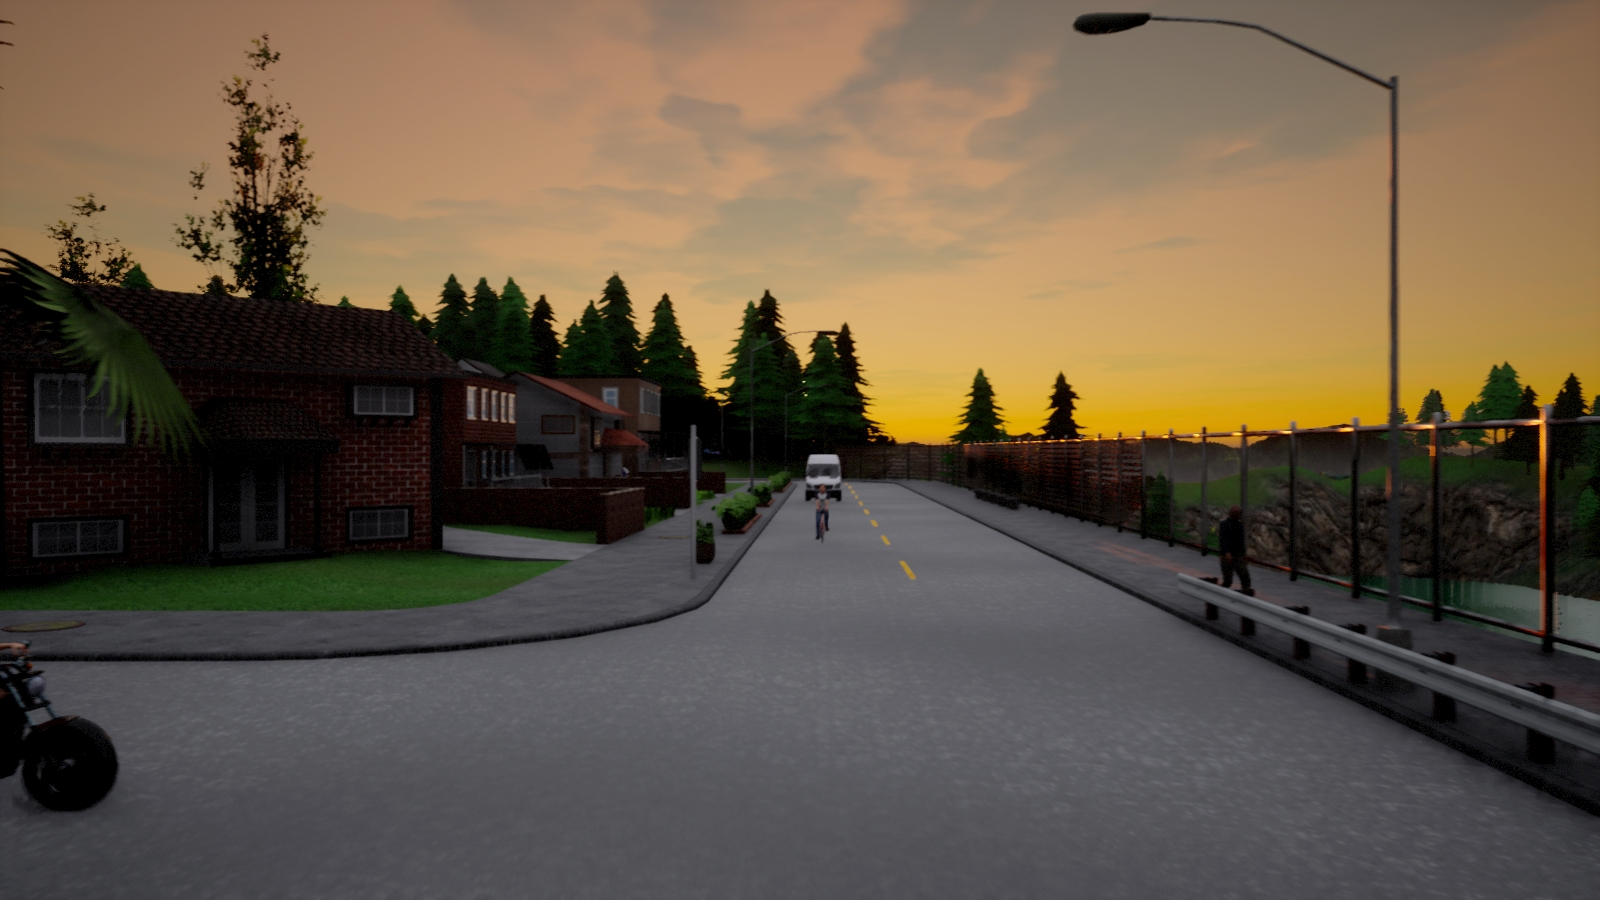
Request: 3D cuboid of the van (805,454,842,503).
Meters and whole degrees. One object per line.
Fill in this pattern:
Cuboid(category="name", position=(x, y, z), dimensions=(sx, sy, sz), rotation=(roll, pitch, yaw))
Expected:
Cuboid(category="van", position=(1.306, 1.536, 63.468), dimensions=(1.988, 2.561, 5.915), rotation=(0, 0, 1))

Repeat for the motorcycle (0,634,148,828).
Cuboid(category="motorcycle", position=(-6.492, 2.158, 8.960), dimensions=(2.356, 1.307, 0.764), rotation=(0, 0, 4))

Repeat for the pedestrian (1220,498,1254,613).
Cuboid(category="pedestrian", position=(7.246, 1.742, 18.963), dimensions=(0.375, 1.860, 0.375), rotation=(0, 0, -20))
